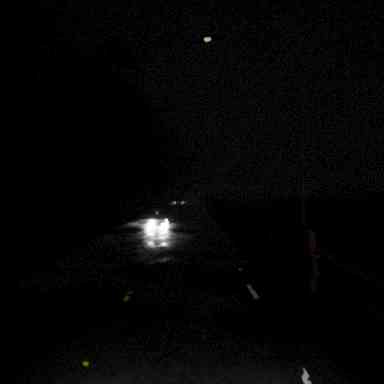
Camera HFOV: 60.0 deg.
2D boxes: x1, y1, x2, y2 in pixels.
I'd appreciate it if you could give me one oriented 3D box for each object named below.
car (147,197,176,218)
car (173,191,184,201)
[{"bbox_3d":[-2.852,1.459,29.645,2.128,1.511,4.902,0,0,0],"label":"car"},{"bbox_3d":[-2.757,0.862,70.088,2.150,2.045,5.566,0,1,0],"label":"car"}]
